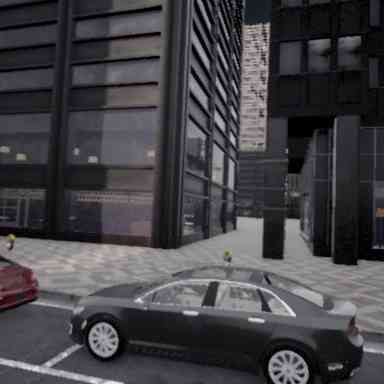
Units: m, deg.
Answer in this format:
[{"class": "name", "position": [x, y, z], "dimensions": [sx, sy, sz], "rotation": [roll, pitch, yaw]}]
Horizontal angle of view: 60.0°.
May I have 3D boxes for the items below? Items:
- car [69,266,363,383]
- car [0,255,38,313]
[{"class": "car", "position": [0.222, 1.865, 5.253], "dimensions": [4.403, 1.369, 2.008], "rotation": [2, -3, 16]}, {"class": "car", "position": [-5.197, 1.749, 6.801], "dimensions": [4.206, 1.307, 1.802], "rotation": [2, -3, 16]}]
